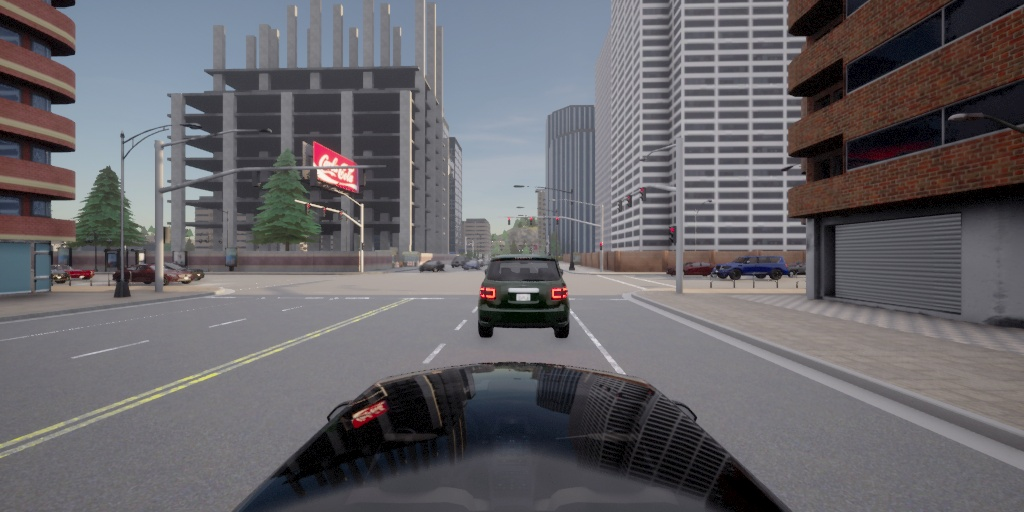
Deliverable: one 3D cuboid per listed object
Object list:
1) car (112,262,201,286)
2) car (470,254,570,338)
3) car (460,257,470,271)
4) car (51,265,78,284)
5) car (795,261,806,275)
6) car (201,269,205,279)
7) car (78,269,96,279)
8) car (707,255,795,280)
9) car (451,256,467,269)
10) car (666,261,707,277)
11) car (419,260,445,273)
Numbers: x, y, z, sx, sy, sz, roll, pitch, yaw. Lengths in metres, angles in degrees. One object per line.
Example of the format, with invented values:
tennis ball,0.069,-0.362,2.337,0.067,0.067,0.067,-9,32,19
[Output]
car,-24.760,1.276,24.769,4.674,1.442,1.812,0,0,2
car,0.339,0.971,10.313,2.150,2.045,5.566,0,0,2
car,-5.376,1.276,48.550,1.812,1.442,4.674,0,0,2
car,-34.005,1.255,25.071,4.892,1.490,1.837,0,0,2
car,27.242,1.241,33.765,4.902,1.511,2.128,0,0,2
car,-27.202,1.228,28.350,5.008,1.535,1.882,0,0,2
car,-36.494,1.351,28.655,4.718,1.301,1.895,0,0,2
car,20.227,0.971,30.505,5.566,2.045,2.150,0,0,2
car,-8.477,0.969,58.726,2.150,2.045,5.566,0,0,2
car,17.312,1.228,34.099,5.008,1.535,1.882,0,0,2
car,-9.450,1.228,42.809,1.882,1.535,5.008,0,0,7
